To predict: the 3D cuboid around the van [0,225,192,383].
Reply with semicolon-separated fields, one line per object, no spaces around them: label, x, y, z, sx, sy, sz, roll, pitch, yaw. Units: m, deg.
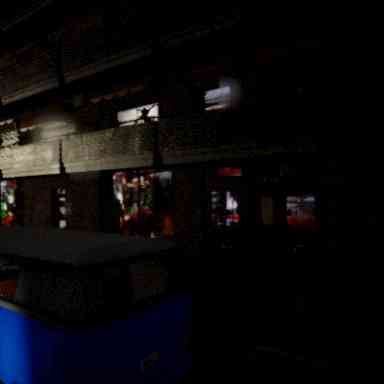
van;-1.906;1.385;4.242;3.998;1.788;1.690;-1;-1;36
